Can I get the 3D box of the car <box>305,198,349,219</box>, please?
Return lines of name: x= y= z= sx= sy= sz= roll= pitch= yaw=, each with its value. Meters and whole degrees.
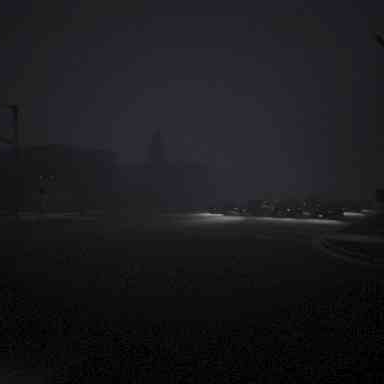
car: x=11.878 y=1.533 z=28.985 sx=2.033 sy=1.411 sz=5.357 roll=0 pitch=0 yaw=35

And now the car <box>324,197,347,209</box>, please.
car: x=20.460 y=1.525 z=47.352 sx=2.033 sy=1.411 sz=5.357 roll=0 pitch=0 yaw=34

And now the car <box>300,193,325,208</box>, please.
car: x=18.435 y=1.192 z=50.543 sx=2.150 sy=2.045 sz=5.566 roll=0 pitch=0 yaw=35

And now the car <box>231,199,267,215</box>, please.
car: x=6.281 y=1.465 z=33.193 sx=2.128 sy=1.511 sz=4.902 roll=0 pitch=0 yaw=35

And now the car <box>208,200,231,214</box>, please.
car: x=3.380 y=1.532 z=35.163 sx=1.994 sy=1.385 sz=4.181 roll=0 pitch=0 yaw=34

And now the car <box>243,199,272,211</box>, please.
car: x=8.361 y=1.568 z=42.283 sx=1.895 sy=1.301 sz=4.718 roll=0 pitch=0 yaw=35

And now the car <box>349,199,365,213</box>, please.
car: x=17.584 y=1.548 z=37.145 sx=1.994 sy=1.385 sz=4.181 roll=0 pitch=0 yaw=35

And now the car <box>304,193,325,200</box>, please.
car: x=14.447 y=1.331 z=38.774 sx=2.097 sy=1.767 sz=4.553 roll=0 pitch=0 yaw=35

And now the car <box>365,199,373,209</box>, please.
car: x=23.355 y=1.584 z=45.393 sx=1.895 sy=1.301 sz=4.718 roll=0 pitch=0 yaw=35

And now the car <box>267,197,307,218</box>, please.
car: x=8.853 y=1.506 z=30.730 sx=1.812 sy=1.442 sz=4.674 roll=0 pitch=0 yaw=34
